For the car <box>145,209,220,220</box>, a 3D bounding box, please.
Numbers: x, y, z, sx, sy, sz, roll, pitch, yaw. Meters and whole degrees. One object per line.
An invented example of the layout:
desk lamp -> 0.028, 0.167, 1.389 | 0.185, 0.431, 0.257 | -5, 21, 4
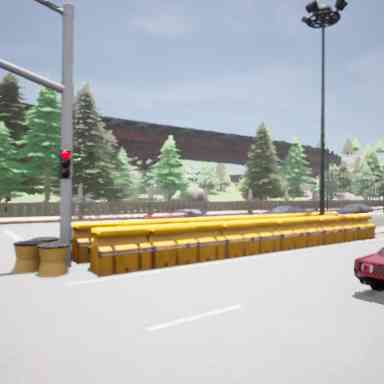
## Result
car -> -0.587, 1.728, 20.725 | 4.718, 1.301, 1.895 | 1, 0, -35

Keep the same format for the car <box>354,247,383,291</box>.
car -> 5.993, 1.707, 8.020 | 4.718, 1.301, 1.895 | 1, 0, -35

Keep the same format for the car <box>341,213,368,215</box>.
car -> 15.969, 1.881, 32.454 | 4.674, 1.442, 1.812 | 1, 0, -35

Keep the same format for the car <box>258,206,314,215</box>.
car -> 7.565, 1.787, 26.460 | 5.357, 1.411, 2.033 | 1, 0, -35
